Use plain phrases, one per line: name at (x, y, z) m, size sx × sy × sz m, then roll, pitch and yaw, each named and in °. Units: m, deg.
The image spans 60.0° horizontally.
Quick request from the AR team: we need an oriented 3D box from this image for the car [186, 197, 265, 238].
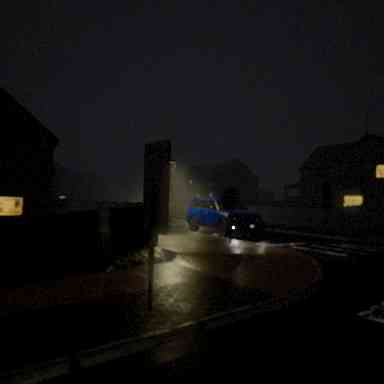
car at (1.671, 1.327, 18.641) m, size 2.150 × 2.045 × 5.566 m, roll 3°, pitch -2°, yaw -28°
